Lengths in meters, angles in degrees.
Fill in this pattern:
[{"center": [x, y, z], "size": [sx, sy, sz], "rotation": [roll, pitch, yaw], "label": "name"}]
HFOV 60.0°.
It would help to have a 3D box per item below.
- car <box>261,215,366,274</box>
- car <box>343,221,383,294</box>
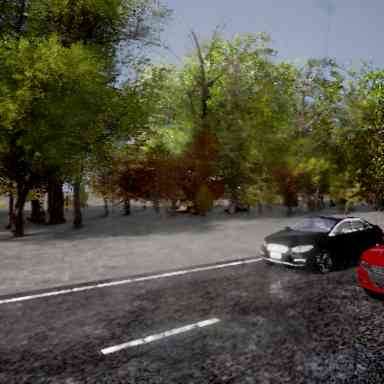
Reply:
[{"center": [4.342, 1.520, 10.771], "size": [4.902, 1.511, 2.128], "rotation": [0, 0, -35], "label": "car"}, {"center": [5.922, 1.509, 7.904], "size": [5.008, 1.535, 1.882], "rotation": [0, 0, -35], "label": "car"}]
